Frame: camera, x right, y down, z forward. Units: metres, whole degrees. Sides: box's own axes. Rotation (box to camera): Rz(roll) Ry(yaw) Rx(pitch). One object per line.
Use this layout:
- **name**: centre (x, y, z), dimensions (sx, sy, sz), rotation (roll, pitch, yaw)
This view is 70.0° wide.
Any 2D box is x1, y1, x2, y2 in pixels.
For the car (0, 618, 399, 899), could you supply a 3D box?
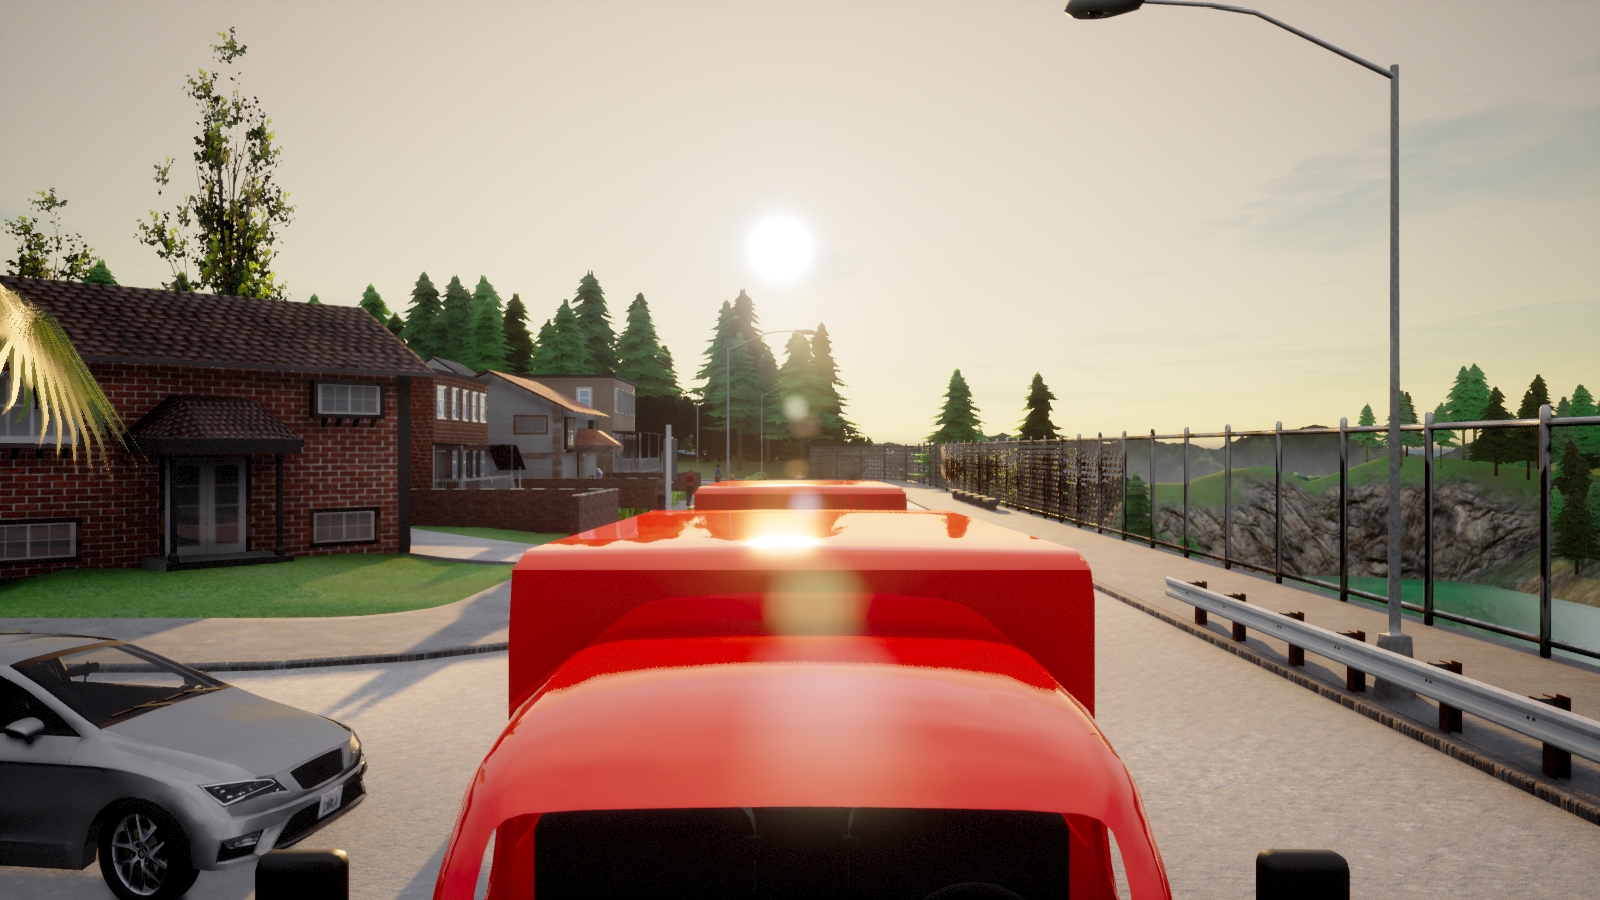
- **car**: centre (-5.218, 2.069, 7.982), dimensions (4.193, 1.474, 1.816), rotation (0, 0, 8)

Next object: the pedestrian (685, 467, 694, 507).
- **pedestrian**: centre (-5.294, 1.767, 54.647), dimensions (0.375, 1.860, 0.375), rotation (0, 0, 0)

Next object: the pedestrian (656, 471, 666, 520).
- **pedestrian**: centre (-5.383, 1.763, 44.277), dimensions (0.375, 1.860, 0.375), rotation (0, 0, -2)

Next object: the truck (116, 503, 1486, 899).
- **truck**: centre (0.003, 1.571, 4.792), dimensions (2.627, 2.467, 5.204), rotation (0, 0, 0)

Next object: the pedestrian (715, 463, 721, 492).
- **pedestrian**: centre (-5.288, 1.775, 73.806), dimensions (0.375, 1.860, 0.375), rotation (0, 0, 0)
